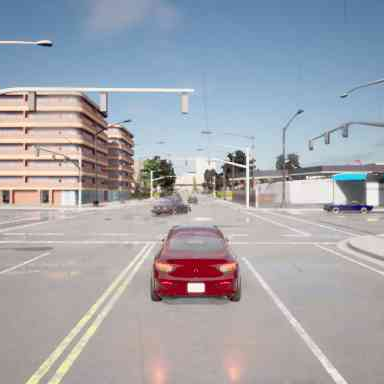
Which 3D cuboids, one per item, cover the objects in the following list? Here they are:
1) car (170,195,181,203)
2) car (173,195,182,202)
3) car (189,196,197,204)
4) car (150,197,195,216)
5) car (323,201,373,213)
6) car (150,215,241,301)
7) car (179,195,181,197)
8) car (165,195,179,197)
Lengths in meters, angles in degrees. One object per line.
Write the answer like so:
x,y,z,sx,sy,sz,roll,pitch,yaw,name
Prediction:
-3.503,1.525,71.924,2.128,1.511,4.902,0,0,0,car
-3.504,1.525,82.282,2.128,1.511,4.902,0,0,0,car
0.093,1.491,64.502,2.128,1.511,4.902,0,0,0,car
-1.969,1.520,32.068,2.033,1.411,5.357,0,0,25,car
16.534,1.601,35.493,4.718,1.301,1.895,0,0,1,car
0.082,1.526,8.195,1.812,1.442,4.674,0,0,0,car
-3.567,1.601,61.639,1.895,1.301,4.718,0,0,0,car
-3.585,1.352,51.677,2.097,1.767,4.553,0,0,0,car
